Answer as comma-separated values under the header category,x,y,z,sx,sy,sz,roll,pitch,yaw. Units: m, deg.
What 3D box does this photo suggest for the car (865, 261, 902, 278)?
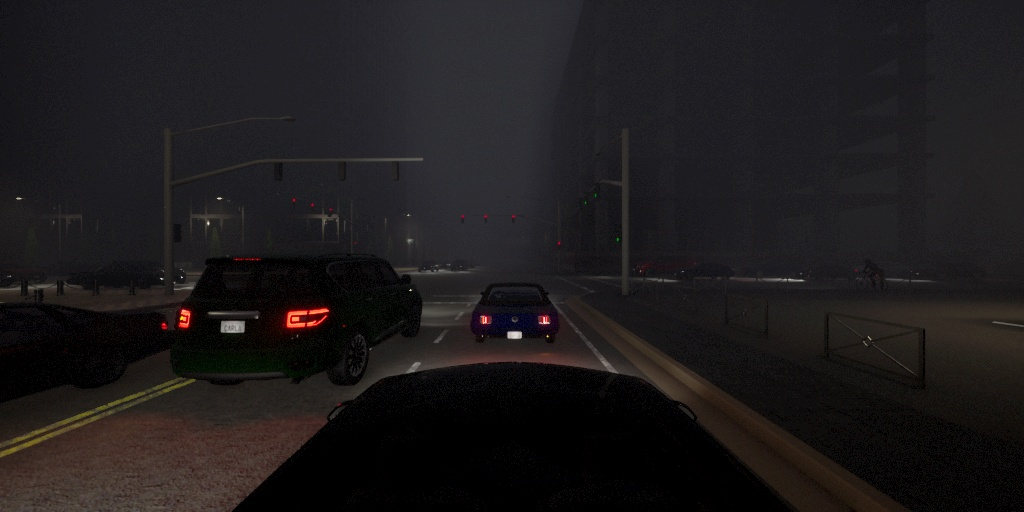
category,x,y,z,sx,sy,sz,roll,pitch,yaw
car,33.642,1.220,32.831,4.674,1.442,1.812,0,0,0

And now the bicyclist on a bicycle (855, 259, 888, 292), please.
category,x,y,z,sx,sy,sz,roll,pitch,yaw
bicyclist on a bicycle,18.322,0.998,18.298,0.582,1.620,1.656,0,0,0

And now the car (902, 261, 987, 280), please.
category,x,y,z,sx,sy,sz,roll,pitch,yaw
car,35.595,1.199,29.336,4.892,1.490,1.837,0,0,0

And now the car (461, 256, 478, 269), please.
category,x,y,z,sx,sy,sz,roll,pitch,yaw
car,-7.113,1.227,58.691,1.882,1.535,5.008,0,0,0

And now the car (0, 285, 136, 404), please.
category,x,y,z,sx,sy,sz,roll,pitch,yaw
car,-7.102,1.297,4.158,2.033,1.411,5.357,0,0,0

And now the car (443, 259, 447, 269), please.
category,x,y,z,sx,sy,sz,roll,pitch,yaw
car,-10.619,1.241,55.250,2.128,1.511,4.902,0,0,0

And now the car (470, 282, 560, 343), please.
category,x,y,z,sx,sy,sz,roll,pitch,yaw
car,0.075,1.351,9.644,1.895,1.301,4.718,0,0,0

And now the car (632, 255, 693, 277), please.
category,x,y,z,sx,sy,sz,roll,pitch,yaw
car,13.918,0.917,32.766,5.566,2.045,2.150,0,0,0

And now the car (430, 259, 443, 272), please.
category,x,y,z,sx,sy,sz,roll,pitch,yaw
car,-10.623,1.255,45.907,1.837,1.490,4.892,0,0,0

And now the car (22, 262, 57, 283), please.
category,x,y,z,sx,sy,sz,roll,pitch,yaw
car,-35.782,1.172,25.128,5.008,1.535,1.882,0,0,0

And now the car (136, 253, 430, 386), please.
category,x,y,z,sx,sy,sz,roll,pitch,yaw
car,-3.441,0.971,7.129,2.150,2.045,5.566,0,0,0

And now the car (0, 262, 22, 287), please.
category,x,y,z,sx,sy,sz,roll,pitch,yaw
car,-33.236,1.220,21.608,4.674,1.442,1.812,0,0,0

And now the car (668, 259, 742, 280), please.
category,x,y,z,sx,sy,sz,roll,pitch,yaw
car,15.637,1.220,29.250,4.674,1.442,1.812,0,0,0

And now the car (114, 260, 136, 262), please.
category,x,y,z,sx,sy,sz,roll,pitch,yaw
car,-25.672,1.046,25.100,4.553,1.767,2.097,0,0,0

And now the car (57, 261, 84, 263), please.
category,x,y,z,sx,sy,sz,roll,pitch,yaw
car,-40.072,1.172,32.355,5.008,1.535,1.882,0,0,1

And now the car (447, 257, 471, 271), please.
category,x,y,z,sx,sy,sz,roll,pitch,yaw
car,-7.123,1.255,48.531,1.837,1.490,4.892,0,0,0

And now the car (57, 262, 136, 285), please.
category,x,y,z,sx,sy,sz,roll,pitch,yaw
car,-23.148,1.242,21.586,5.357,1.411,2.033,0,0,-4

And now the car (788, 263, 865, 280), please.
category,x,y,z,sx,sy,sz,roll,pitch,yaw
car,25.601,1.258,29.310,4.181,1.385,1.994,0,0,0

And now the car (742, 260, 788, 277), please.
category,x,y,z,sx,sy,sz,roll,pitch,yaw
car,23.647,1.172,32.801,5.008,1.535,1.882,0,0,-1
